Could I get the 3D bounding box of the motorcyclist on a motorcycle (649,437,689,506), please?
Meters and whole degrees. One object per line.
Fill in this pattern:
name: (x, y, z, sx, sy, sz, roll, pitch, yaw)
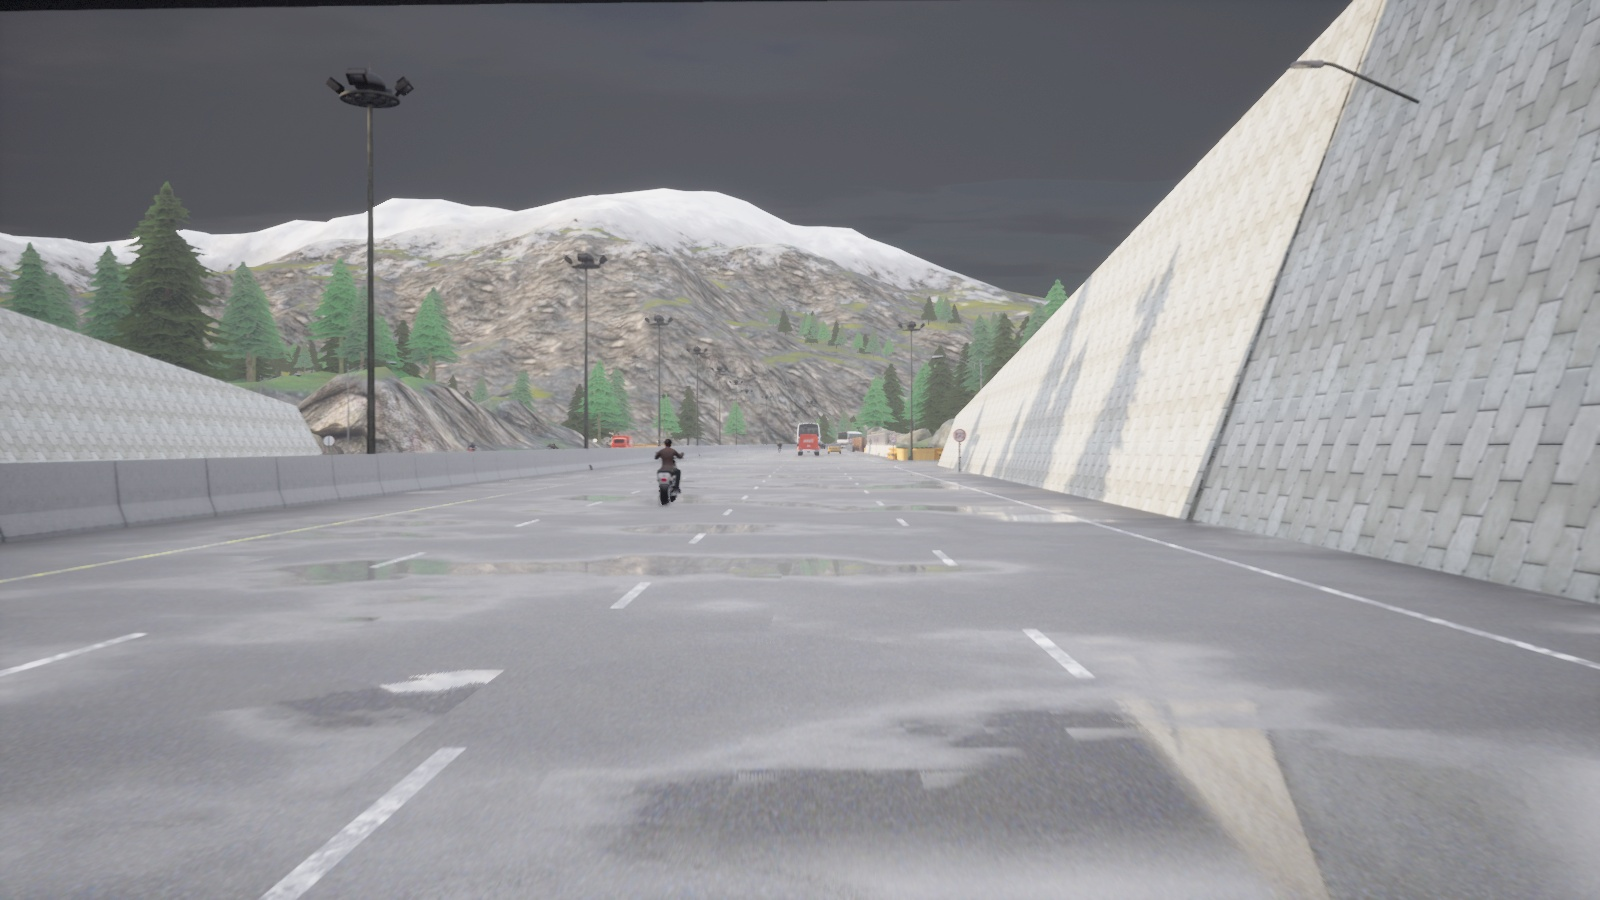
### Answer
motorcyclist on a motorcycle: (-3.274, 0.516, 31.584, 0.766, 1.649, 2.350, 0, 0, 0)
